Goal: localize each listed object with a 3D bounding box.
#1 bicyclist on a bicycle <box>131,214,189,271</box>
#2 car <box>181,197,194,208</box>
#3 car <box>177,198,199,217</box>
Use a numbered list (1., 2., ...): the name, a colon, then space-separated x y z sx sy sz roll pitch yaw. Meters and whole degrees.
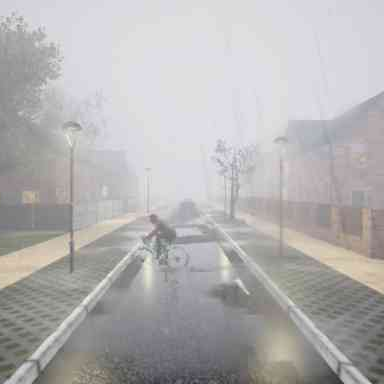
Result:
1. bicyclist on a bicycle: -0.925 1.449 9.474 1.656 1.620 0.582 -2 0 -1
2. car: -0.669 1.549 48.750 1.812 1.442 4.674 0 0 -1
3. car: -0.391 1.539 31.415 1.812 1.442 4.674 0 0 -1
